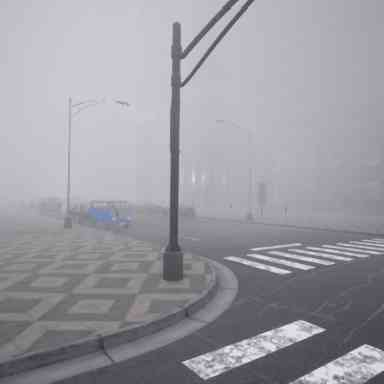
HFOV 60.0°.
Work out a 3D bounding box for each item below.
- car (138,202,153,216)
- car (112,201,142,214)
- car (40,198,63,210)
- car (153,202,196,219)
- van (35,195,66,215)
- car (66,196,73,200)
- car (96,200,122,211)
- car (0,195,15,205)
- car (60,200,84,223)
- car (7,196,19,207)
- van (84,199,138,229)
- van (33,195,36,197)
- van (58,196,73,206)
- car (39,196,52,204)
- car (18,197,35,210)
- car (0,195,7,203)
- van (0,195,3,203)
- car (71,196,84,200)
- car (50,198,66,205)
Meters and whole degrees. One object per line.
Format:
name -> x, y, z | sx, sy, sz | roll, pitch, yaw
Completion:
car -> -4.640, 1.731, 35.186 | 1.887, 1.381, 4.507 | 1, -1, -35
car -> -7.830, 1.752, 39.698 | 1.887, 1.381, 4.507 | 1, -1, -35
car -> -19.709, 1.658, 46.504 | 1.837, 1.490, 4.892 | 1, -1, -35
car -> -1.451, 1.710, 30.675 | 1.887, 1.381, 4.507 | 1, -1, -35
van -> -14.820, 1.397, 34.780 | 1.690, 1.788, 3.998 | 1, -1, -35
car -> -20.588, 1.607, 57.747 | 2.192, 1.841, 5.009 | 1, -1, -35
car -> -11.118, 1.754, 44.348 | 1.752, 1.417, 4.829 | 1, -1, -35
car -> -37.039, 1.731, 66.227 | 1.752, 1.417, 4.829 | 1, -1, -35
car -> -8.447, 1.559, 25.753 | 1.887, 1.381, 4.507 | 1, -1, -35
car -> -27.574, 1.693, 52.828 | 2.008, 1.369, 4.403 | 1, -1, -35
van -> -5.257, 1.336, 21.243 | 1.690, 1.788, 3.998 | 1, -1, -35
van -> -36.537, 1.741, 80.304 | 1.690, 1.788, 3.998 | 1, -1, -35
van -> -23.778, 1.655, 62.258 | 1.690, 1.788, 3.998 | 1, -1, -35
car -> -33.349, 1.819, 75.792 | 1.967, 1.590, 4.097 | 1, -1, -35
car -> -21.199, 1.681, 43.803 | 1.802, 1.307, 4.206 | 1, -1, -35
car -> -43.511, 1.565, 75.392 | 2.192, 1.841, 5.009 | 1, -1, -35
van -> -46.699, 1.613, 79.905 | 1.690, 1.788, 3.998 | 1, -1, -35
car -> -17.400, 1.816, 53.233 | 1.887, 1.381, 4.507 | 1, -1, -35
car -> -26.970, 1.886, 66.768 | 2.008, 1.369, 4.403 | 1, -1, -35
